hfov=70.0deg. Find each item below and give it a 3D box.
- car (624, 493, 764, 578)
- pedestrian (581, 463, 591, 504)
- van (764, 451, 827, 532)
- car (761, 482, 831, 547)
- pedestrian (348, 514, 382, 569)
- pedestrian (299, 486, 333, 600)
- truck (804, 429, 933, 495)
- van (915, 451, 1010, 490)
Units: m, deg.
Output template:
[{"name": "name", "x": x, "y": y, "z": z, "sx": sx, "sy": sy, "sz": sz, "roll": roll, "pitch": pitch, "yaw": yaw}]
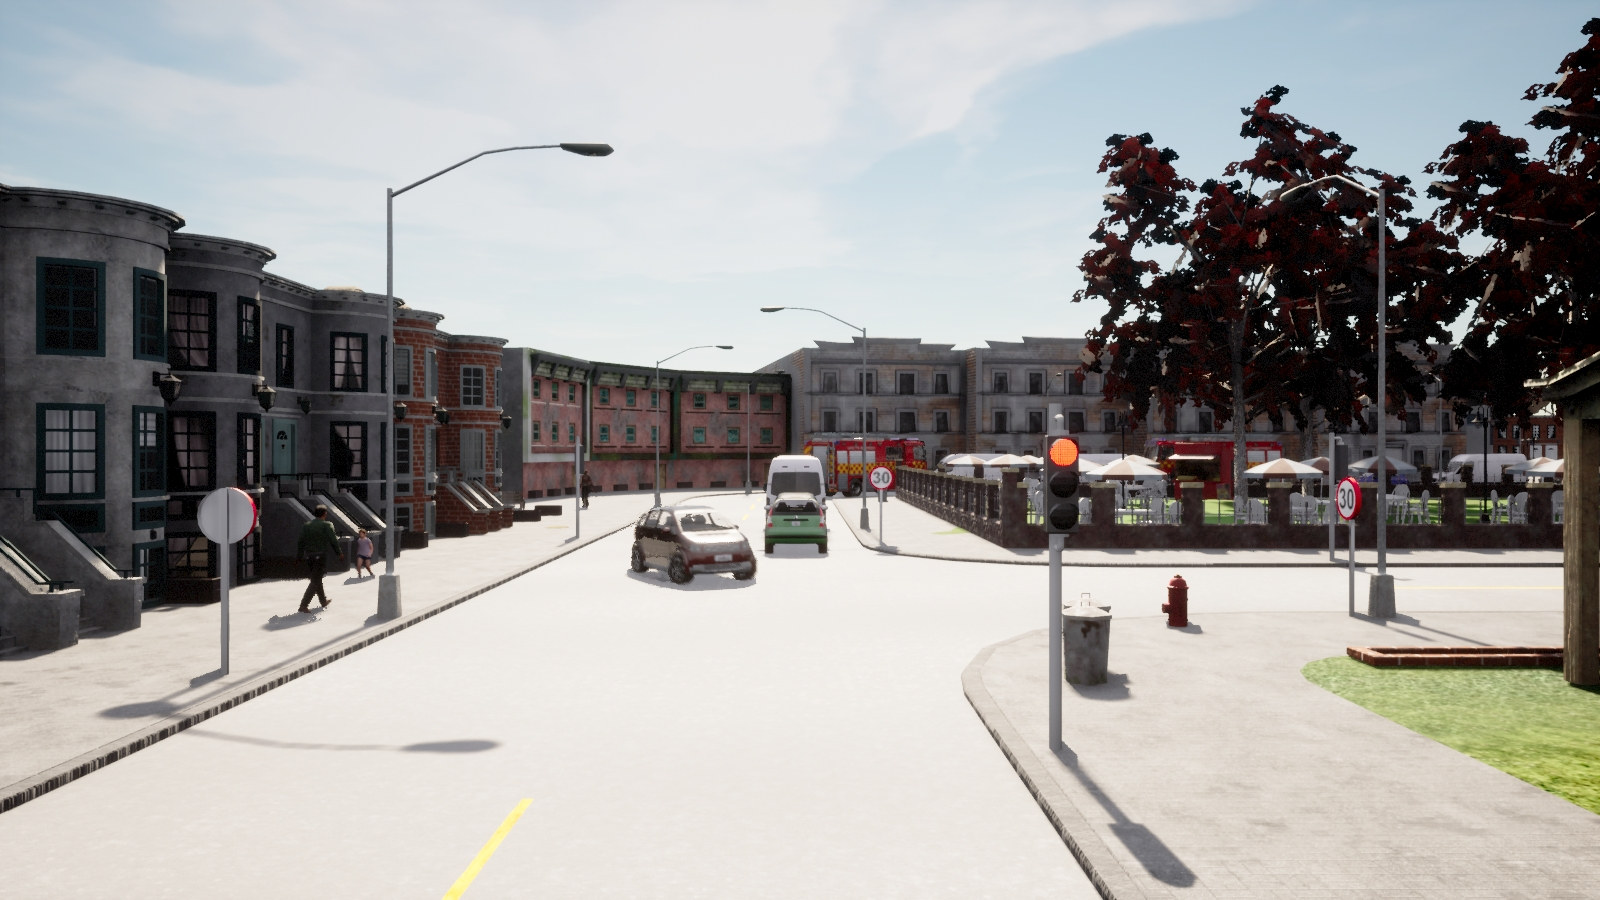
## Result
[{"name": "car", "x": -2.411, "y": 1.806, "z": 25.216, "sx": 1.789, "sy": 1.549, "sz": 3.705, "roll": -1, "pitch": 0, "yaw": -28}, {"name": "pedestrian", "x": -9.794, "y": 1.525, "z": 52.388, "sx": 0.375, "sy": 1.860, "sz": 0.375, "roll": 0, "pitch": 0, "yaw": 3}, {"name": "van", "x": -0.147, "y": 1.315, "z": 39.074, "sx": 1.988, "sy": 2.561, "sz": 5.915, "roll": 0, "pitch": 0, "yaw": 0}, {"name": "car", "x": -0.119, "y": 1.779, "z": 32.373, "sx": 1.851, "sy": 1.617, "sz": 3.988, "roll": 0, "pitch": 0, "yaw": 0}, {"name": "pedestrian", "x": -9.073, "y": 1.904, "z": 23.826, "sx": 0.500, "sy": 1.100, "sz": 0.500, "roll": 0, "pitch": 0, "yaw": 6}, {"name": "pedestrian", "x": -7.992, "y": 1.524, "z": 18.887, "sx": 0.375, "sy": 1.860, "sz": 0.375, "roll": 0, "pitch": 0, "yaw": 10}, {"name": "truck", "x": 4.295, "y": 0.672, "z": 70.228, "sx": 8.468, "sy": 3.827, "sz": 2.891, "roll": 0, "pitch": 0, "yaw": -43}, {"name": "van", "x": 10.550, "y": 1.314, "z": 74.428, "sx": 5.915, "sy": 2.561, "sz": 1.988, "roll": 0, "pitch": 0, "yaw": 0}]
